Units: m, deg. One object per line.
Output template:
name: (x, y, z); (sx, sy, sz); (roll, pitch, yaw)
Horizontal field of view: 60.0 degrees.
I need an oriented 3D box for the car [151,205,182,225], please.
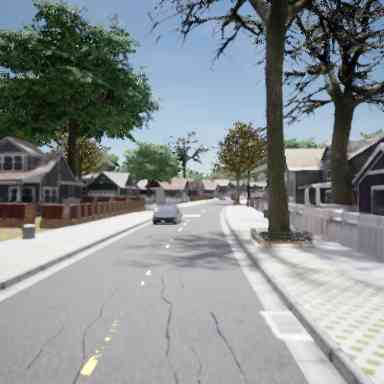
car: (-1.896, 1.769, 26.602); (2.033, 1.411, 5.357); (0, 0, 4)
